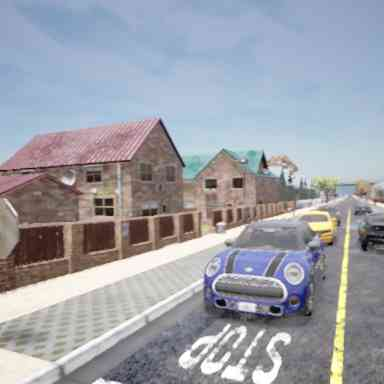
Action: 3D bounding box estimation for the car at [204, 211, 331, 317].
[{"bbox_3d":[1.984,1.518,8.073,2.097,1.767,4.553,-2,-1,26],"label":"car"}]

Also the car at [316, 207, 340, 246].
[{"bbox_3d":[6.381,1.745,17.193,1.882,1.535,5.008,-2,-1,26],"label":"car"}]

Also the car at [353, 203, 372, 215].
[{"bbox_3d":[20.785,2.019,40.490,2.033,1.411,5.357,-2,-1,26],"label":"car"}]

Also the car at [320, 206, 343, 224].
[{"bbox_3d":[10.819,1.878,26.456,1.837,1.490,4.892,-2,-1,26],"label":"car"}]

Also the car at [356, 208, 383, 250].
[{"bbox_3d":[8.623,1.685,15.048,1.837,1.490,4.892,-2,-1,26],"label":"car"}]
